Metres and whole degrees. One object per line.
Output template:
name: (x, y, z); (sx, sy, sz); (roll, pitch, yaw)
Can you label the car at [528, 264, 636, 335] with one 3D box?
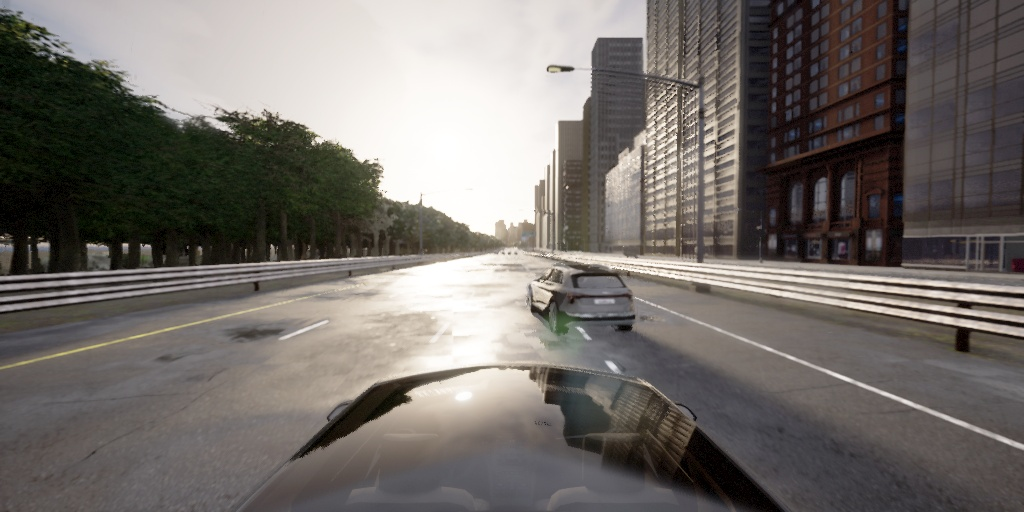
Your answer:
car: (1.726, 1.016, 10.126); (2.033, 1.649, 4.856); (0, 1, -8)
